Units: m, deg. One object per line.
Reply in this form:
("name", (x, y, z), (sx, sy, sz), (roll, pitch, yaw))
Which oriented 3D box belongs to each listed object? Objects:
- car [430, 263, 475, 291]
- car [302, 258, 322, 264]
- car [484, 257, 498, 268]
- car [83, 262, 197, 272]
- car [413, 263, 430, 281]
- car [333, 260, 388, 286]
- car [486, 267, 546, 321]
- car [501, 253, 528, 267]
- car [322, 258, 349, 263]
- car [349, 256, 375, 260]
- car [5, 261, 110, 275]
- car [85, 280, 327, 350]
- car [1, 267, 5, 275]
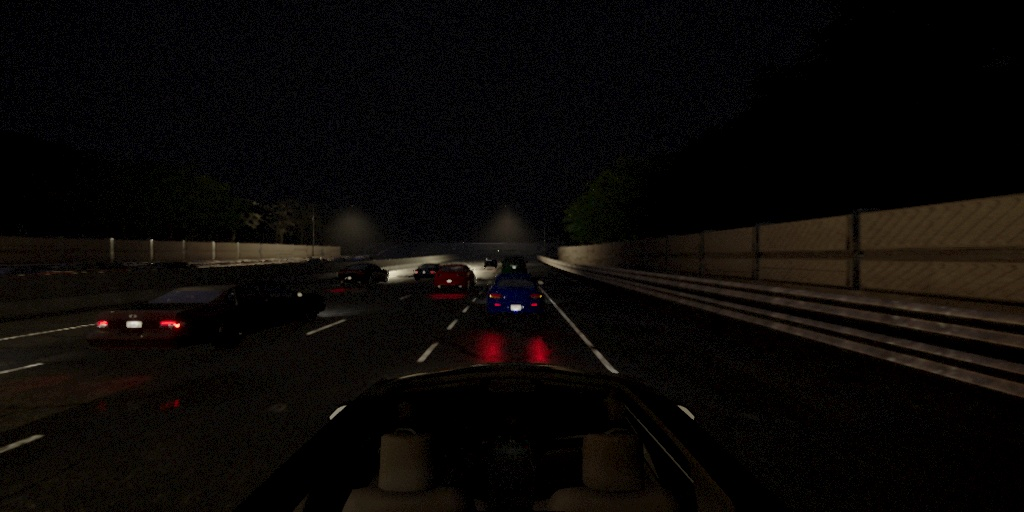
("car", (-3.452, 1.247, 22.261), (1.882, 1.535, 5.008), (0, 0, 0))
("car", (-27.801, 1.056, 50.888), (1.837, 1.490, 4.892), (0, 2, 1))
("car", (-3.195, 0.964, 55.364), (2.128, 1.511, 4.902), (0, 1, 1))
("car", (-21.052, 1.270, 20.907), (1.837, 1.490, 4.892), (0, 0, 0))
("car", (-6.810, 1.310, 30.306), (2.033, 1.411, 5.357), (0, 0, 0))
("car", (-10.336, 1.247, 25.331), (1.882, 1.535, 5.008), (0, 0, 0))
("car", (0.116, 1.286, 12.361), (1.812, 1.442, 4.674), (0, 0, 0))
("car", (0.207, 0.983, 30.982), (2.150, 2.045, 5.566), (0, 0, 1))
("car", (-24.304, 1.031, 50.852), (1.882, 1.535, 5.008), (0, 1, 1))
("car", (-20.798, 1.055, 50.978), (1.837, 1.490, 4.892), (0, 1, 1))
("car", (-24.553, 1.116, 20.459), (2.097, 1.767, 4.553), (0, 0, 0))
("car", (-6.892, 1.303, 9.055), (2.033, 1.411, 5.357), (0, 0, 0))
("car", (-28.057, 1.310, 20.404), (2.033, 1.411, 5.357), (0, 0, 0))
